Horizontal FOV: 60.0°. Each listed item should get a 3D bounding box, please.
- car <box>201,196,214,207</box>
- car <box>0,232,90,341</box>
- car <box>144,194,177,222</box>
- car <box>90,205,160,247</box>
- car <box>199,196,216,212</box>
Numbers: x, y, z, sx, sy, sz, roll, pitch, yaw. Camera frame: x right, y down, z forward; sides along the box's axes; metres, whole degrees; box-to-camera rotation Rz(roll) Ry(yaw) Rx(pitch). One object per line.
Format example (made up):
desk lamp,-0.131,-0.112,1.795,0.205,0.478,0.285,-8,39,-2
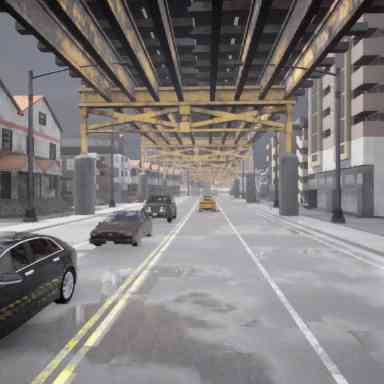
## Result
car,2.237,1.316,48.590,1.837,1.490,4.892,0,1,3
car,-3.473,1.505,5.412,1.837,1.490,4.892,0,0,2
car,-2.464,1.204,26.228,2.150,2.045,5.566,0,0,3
car,-2.997,1.548,15.312,2.033,1.411,5.357,0,0,3
car,1.772,1.391,38.194,1.882,1.535,5.008,0,0,3
